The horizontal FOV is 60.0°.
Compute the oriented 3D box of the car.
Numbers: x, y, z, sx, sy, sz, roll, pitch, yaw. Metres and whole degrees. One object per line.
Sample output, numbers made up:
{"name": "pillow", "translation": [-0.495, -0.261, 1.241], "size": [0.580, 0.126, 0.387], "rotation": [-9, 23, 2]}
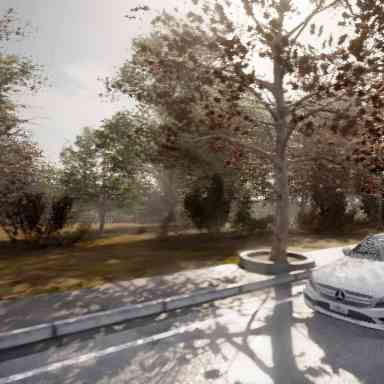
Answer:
{"name": "car", "translation": [4.191, 1.558, 6.553], "size": [4.674, 1.442, 1.812], "rotation": [0, 0, -36]}
